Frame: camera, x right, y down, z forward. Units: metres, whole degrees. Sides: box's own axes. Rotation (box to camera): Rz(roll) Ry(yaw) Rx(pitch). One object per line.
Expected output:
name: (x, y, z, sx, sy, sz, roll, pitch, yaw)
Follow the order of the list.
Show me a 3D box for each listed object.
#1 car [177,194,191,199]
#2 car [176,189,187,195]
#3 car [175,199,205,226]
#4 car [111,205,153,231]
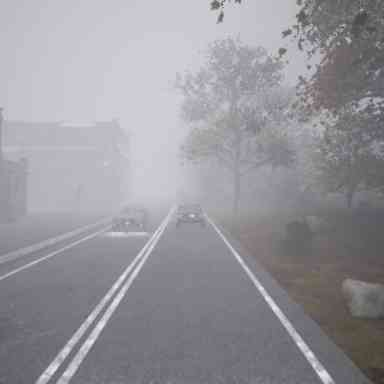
car: (-0.704, 1.359, 42.914, 1.994, 1.385, 4.181, 0, 0, -2)
car: (-2.327, 0.387, 75.192, 2.150, 2.045, 5.566, 0, 1, -3)
car: (-0.136, 1.459, 22.299, 2.033, 1.411, 5.357, 0, 0, -1)
car: (-3.511, 1.486, 20.053, 1.994, 1.385, 4.181, 0, 0, -1)
